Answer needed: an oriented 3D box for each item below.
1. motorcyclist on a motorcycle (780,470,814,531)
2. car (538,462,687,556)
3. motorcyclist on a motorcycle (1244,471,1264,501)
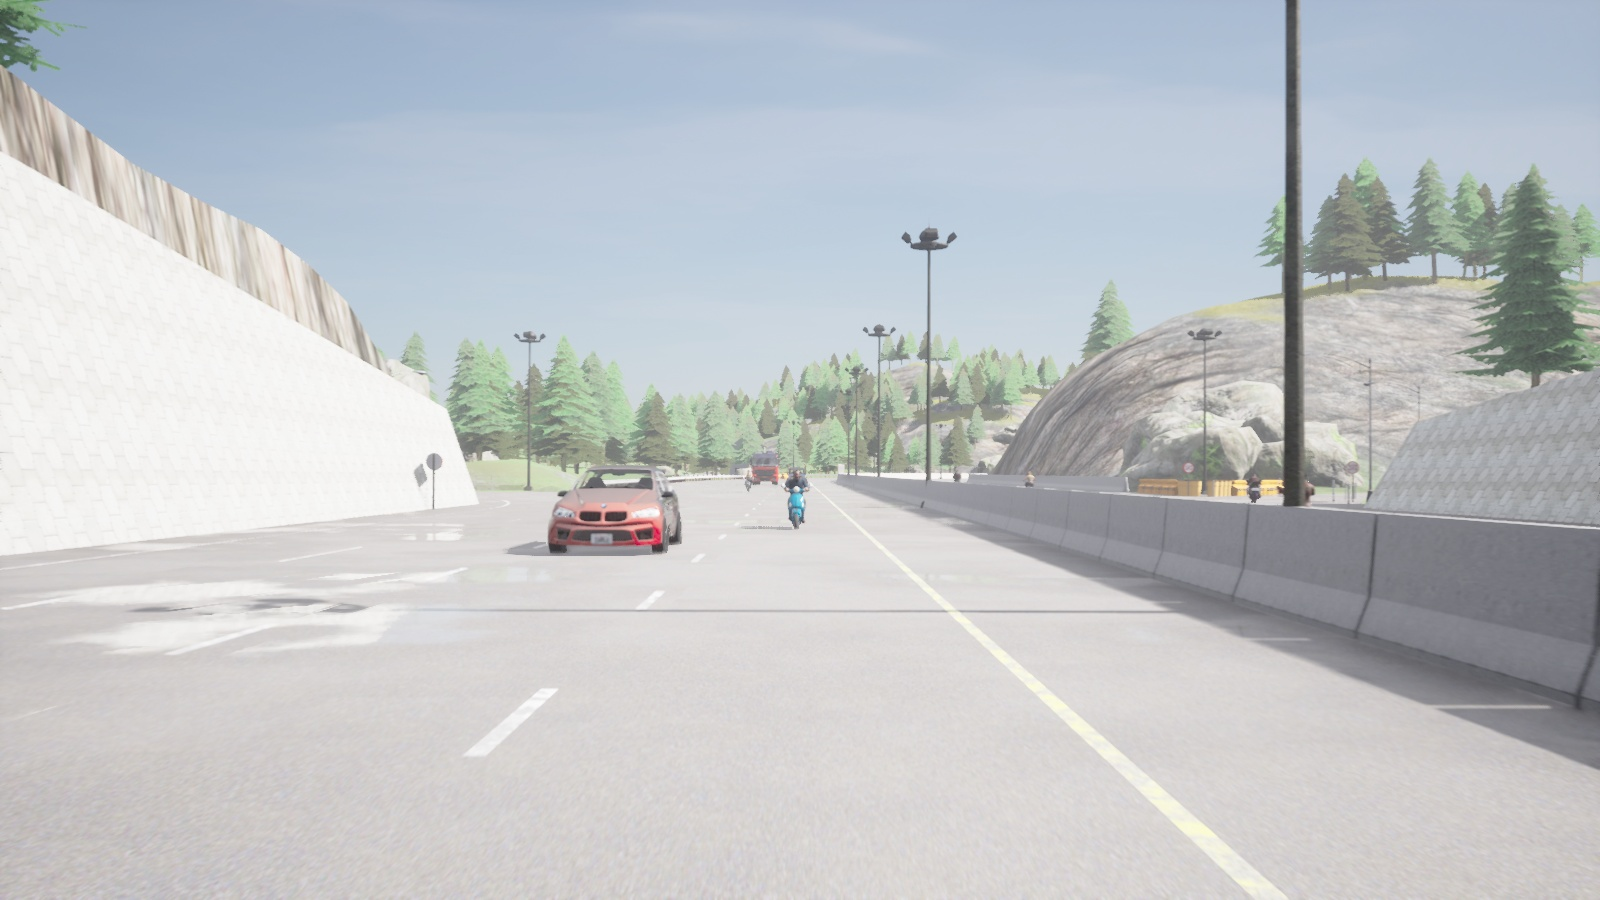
[{"bbox_3d":[-0.082,1.333,33.740,0.866,1.590,1.817,0,-1,0],"label":"motorcyclist on a motorcycle"},{"bbox_3d":[-3.561,1.088,24.759,2.242,1.667,4.611,0,-1,0],"label":"car"},{"bbox_3d":[23.408,1.840,64.746,0.866,1.530,2.191,0,-1,17],"label":"motorcyclist on a motorcycle"}]
